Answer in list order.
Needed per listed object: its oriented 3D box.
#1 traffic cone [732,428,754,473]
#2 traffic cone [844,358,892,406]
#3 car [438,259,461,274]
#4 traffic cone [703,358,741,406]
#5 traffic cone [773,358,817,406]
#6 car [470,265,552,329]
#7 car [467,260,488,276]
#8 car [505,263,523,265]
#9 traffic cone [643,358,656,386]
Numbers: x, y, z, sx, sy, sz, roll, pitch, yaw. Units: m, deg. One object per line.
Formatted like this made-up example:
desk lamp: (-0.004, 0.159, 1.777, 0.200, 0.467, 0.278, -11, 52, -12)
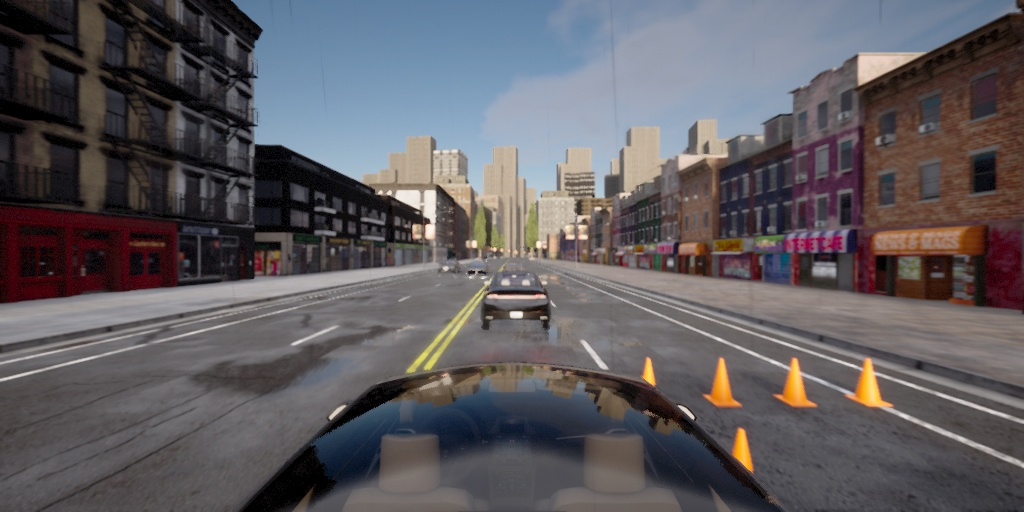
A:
traffic cone: (1.867, 1.701, 2.923, 0.340, 0.580, 0.340, 0, 0, 0)
traffic cone: (4.872, 1.694, 4.916, 0.340, 0.580, 0.340, 0, 0, 0)
car: (-6.513, 1.085, 37.670, 2.128, 1.511, 4.902, 0, 0, 0)
traffic cone: (2.872, 1.693, 4.920, 0.340, 0.580, 0.340, 0, 0, 0)
traffic cone: (3.872, 1.694, 4.918, 0.340, 0.580, 0.340, 0, 0, 0)
car: (0.116, 1.199, 11.084, 2.128, 1.511, 4.902, 0, 0, 0)
car: (-3.272, 1.150, 35.737, 2.033, 1.411, 5.357, 0, 0, 0)
car: (0.157, 1.229, 29.571, 1.895, 1.301, 4.718, 0, 0, 0)
traffic cone: (1.872, 1.692, 4.923, 0.340, 0.580, 0.340, 0, 0, 0)
